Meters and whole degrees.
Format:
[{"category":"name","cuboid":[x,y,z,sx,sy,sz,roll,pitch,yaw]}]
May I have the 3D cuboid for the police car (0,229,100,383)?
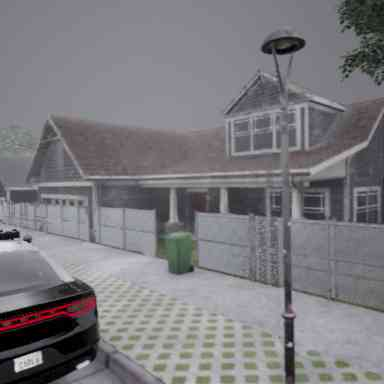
[{"category":"police car","cuboid":[-3.279,1.423,5.087,1.930,1.638,5.238,-2,1,-42]}]
